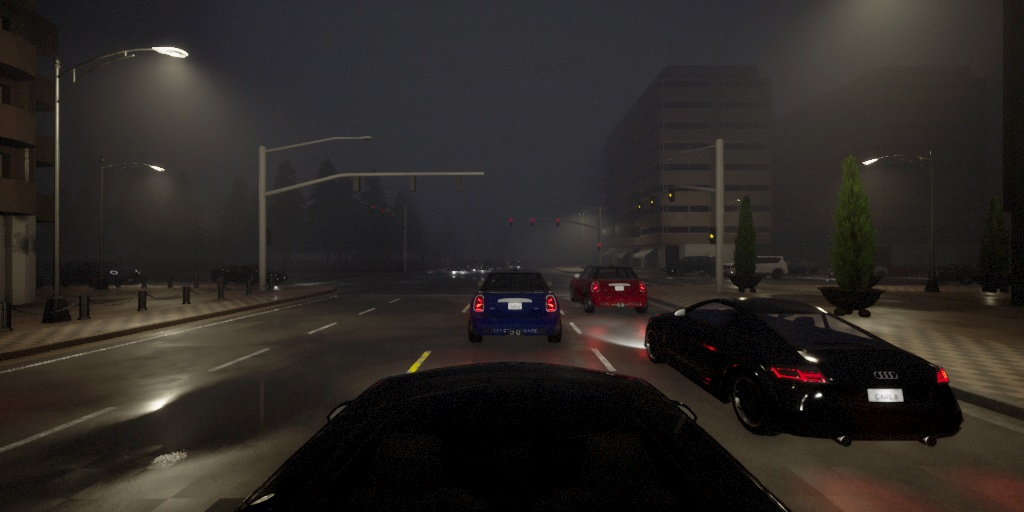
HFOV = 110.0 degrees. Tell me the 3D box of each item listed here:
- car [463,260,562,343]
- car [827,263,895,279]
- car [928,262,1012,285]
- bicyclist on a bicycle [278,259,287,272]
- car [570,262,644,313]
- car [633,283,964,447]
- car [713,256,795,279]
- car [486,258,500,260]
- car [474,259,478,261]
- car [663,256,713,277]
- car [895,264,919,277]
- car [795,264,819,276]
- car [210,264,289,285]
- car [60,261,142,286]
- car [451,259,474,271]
[{"bbox_3d":[0.081,1.102,9.881,2.097,1.767,4.553,0,0,0],"label":"car"},{"bbox_3d":[31.798,1.329,33.034,4.674,1.442,1.812,0,0,0],"label":"car"},{"bbox_3d":[33.152,1.295,25.843,4.902,1.511,2.128,0,0,0],"label":"car"},{"bbox_3d":[-25.621,1.104,40.086,0.582,1.620,1.656,0,0,0],"label":"bicyclist on a bicycle"},{"bbox_3d":[3.602,1.101,14.109,2.097,1.767,4.553,0,0,0],"label":"car"},{"bbox_3d":[3.605,1.314,5.469,1.994,1.385,4.181,0,0,0],"label":"car"},{"bbox_3d":[22.160,1.025,32.999,5.566,2.045,2.150,0,0,0],"label":"car"},{"bbox_3d":[-3.231,1.252,52.289,1.837,1.490,4.892,0,0,3],"label":"car"},{"bbox_3d":[-6.260,1.251,57.513,1.837,1.490,4.892,0,0,7],"label":"car"},{"bbox_3d":[18.412,1.025,36.483,5.566,2.045,2.150,0,0,0],"label":"car"},{"bbox_3d":[38.218,1.404,36.555,4.718,1.301,1.895,0,0,0],"label":"car"},{"bbox_3d":[28.172,1.404,36.522,4.718,1.301,1.895,0,0,0],"label":"car"},{"bbox_3d":[-18.681,1.309,25.632,4.892,1.490,1.837,0,0,0],"label":"car"},{"bbox_3d":[-29.413,1.156,25.588,4.553,1.767,2.097,0,0,0],"label":"car"},{"bbox_3d":[-6.871,1.311,48.624,1.994,1.385,4.181,0,0,2],"label":"car"}]
